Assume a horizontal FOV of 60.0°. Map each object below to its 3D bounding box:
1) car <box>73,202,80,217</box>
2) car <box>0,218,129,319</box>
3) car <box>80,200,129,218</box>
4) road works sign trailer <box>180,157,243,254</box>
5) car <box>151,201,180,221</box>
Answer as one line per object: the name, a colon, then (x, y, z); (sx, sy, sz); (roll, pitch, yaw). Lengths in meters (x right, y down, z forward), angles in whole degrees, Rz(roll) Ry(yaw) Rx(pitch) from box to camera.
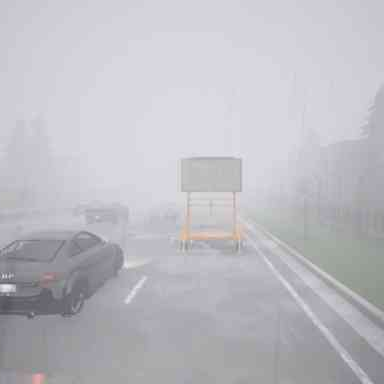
car: (-8.863, 1.385, 29.135); (1.812, 1.442, 4.674); (0, 0, 3)
car: (-2.923, 1.527, 7.425); (1.994, 1.385, 4.181); (0, 0, 3)
car: (-5.663, 1.369, 22.810); (1.882, 1.535, 5.008); (0, 0, 3)
road works sign trailer: (0.774, 0.404, 13.283); (2.380, 3.560, 2.880); (0, 0, 3)
car: (-2.019, 1.407, 25.789); (1.812, 1.442, 4.674); (0, 0, 3)
